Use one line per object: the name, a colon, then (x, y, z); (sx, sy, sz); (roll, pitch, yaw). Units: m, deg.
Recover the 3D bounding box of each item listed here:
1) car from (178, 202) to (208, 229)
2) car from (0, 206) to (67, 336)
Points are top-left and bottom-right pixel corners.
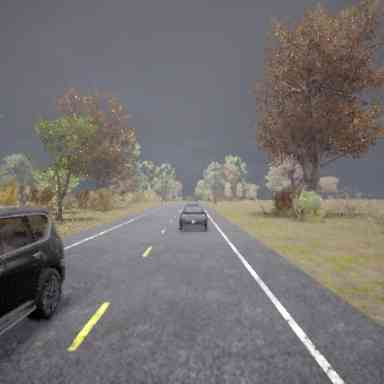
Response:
car: (0.093, 1.666, 22.869); (2.128, 1.511, 4.902); (0, 0, 0)
car: (-3.596, 1.255, 4.498); (2.150, 2.045, 5.566); (0, -1, 0)
